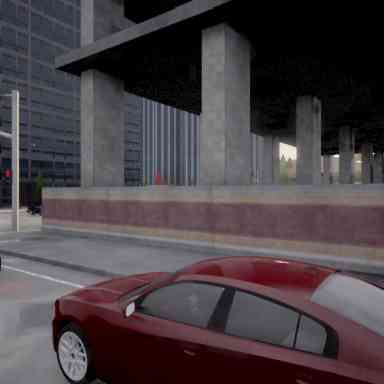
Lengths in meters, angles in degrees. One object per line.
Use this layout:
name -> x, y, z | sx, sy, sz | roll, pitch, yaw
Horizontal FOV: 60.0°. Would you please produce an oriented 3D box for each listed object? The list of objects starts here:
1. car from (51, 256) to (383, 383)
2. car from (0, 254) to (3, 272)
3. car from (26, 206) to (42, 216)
car -> 0.460, 1.478, 3.662 | 5.008, 1.535, 1.882 | 0, 0, 35
car -> -6.887, 1.564, 8.850 | 4.181, 1.385, 1.994 | 0, 0, 36
car -> -14.083, 1.656, 33.517 | 1.895, 1.301, 4.718 | 0, 0, 36
